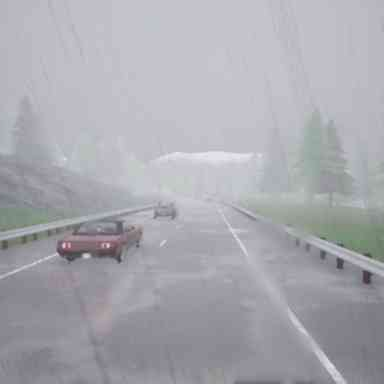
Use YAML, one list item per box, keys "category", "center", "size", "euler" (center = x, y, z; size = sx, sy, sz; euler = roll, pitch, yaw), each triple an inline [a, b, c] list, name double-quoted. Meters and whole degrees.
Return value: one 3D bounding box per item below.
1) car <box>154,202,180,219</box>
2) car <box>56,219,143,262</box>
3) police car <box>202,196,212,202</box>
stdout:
- category: "car"
  center: [-2.243, 1.610, 29.920]
  size: [2.128, 1.511, 4.902]
  euler: [0, 0, 3]
- category: "car"
  center: [-3.076, 1.646, 12.232]
  size: [1.895, 1.301, 4.718]
  euler: [0, 0, 2]
- category: "police car"
  center: [4.227, 1.788, 86.646]
  size: [1.930, 1.638, 5.238]
  euler: [0, 0, 0]
